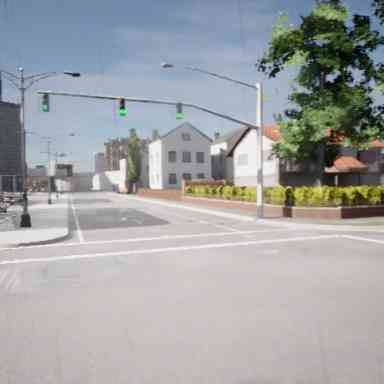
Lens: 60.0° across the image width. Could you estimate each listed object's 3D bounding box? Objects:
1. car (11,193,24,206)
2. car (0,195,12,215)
[{"bbox_3d":[-21.560,0.898,41.051,1.812,1.442,4.674,-1,1,-20],"label":"car"},{"bbox_3d":[-16.483,1.207,27.417,1.895,1.301,4.718,-1,1,-20],"label":"car"}]
